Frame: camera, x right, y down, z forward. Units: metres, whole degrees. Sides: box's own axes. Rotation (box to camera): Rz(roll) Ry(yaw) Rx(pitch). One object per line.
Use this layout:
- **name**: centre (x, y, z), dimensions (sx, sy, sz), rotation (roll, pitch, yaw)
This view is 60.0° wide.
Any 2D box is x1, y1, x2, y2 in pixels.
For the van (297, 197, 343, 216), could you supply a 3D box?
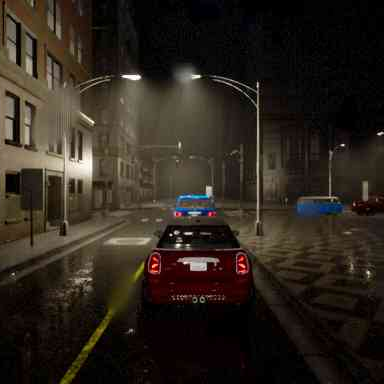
- **van**: centre (11.780, 1.350, 30.766), dimensions (3.998, 1.788, 1.690), rotation (0, 0, -1)

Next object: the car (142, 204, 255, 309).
- **car**: centre (0.116, 1.347, 8.030), dimensions (2.097, 1.767, 4.553), rotation (0, 0, 0)

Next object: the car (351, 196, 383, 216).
- **car**: centre (17.421, 1.323, 30.842), dimensions (5.009, 1.841, 2.192), rotation (0, 0, -1)

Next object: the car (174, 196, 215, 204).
- **car**: centre (0.132, 1.208, 17.887), dimensions (2.150, 2.045, 5.566), rotation (0, 0, 0)
